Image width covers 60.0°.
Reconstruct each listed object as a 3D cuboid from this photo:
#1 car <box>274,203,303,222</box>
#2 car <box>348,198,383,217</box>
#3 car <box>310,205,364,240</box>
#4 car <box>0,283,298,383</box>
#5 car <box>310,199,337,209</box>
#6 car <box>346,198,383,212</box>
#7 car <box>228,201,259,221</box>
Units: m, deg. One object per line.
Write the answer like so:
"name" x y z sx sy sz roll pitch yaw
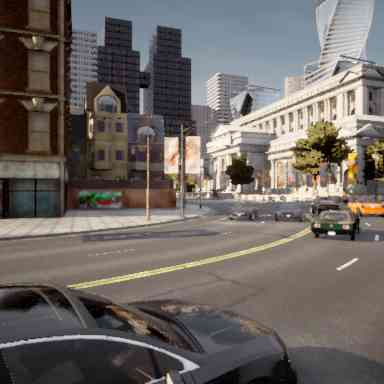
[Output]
"car" 7.617 1.547 26.034 1.994 1.385 4.181 0 0 19
"car" 16.092 1.332 31.044 2.097 1.767 4.553 0 0 10
"car" 7.478 1.590 17.047 1.895 1.301 4.718 0 0 30
"car" -1.246 1.504 2.423 4.892 1.490 1.837 0 0 -36
"car" 12.707 1.457 32.063 1.882 1.535 5.008 0 0 10
"car" 19.943 1.497 38.519 2.002 1.452 4.674 0 0 1
"car" 4.283 1.491 27.098 1.837 1.490 4.892 0 0 19
